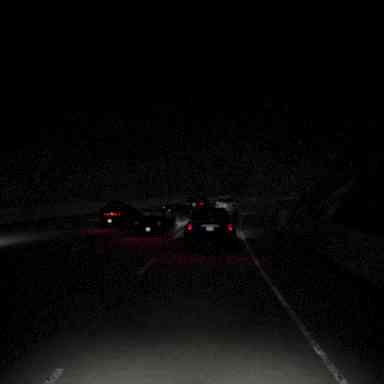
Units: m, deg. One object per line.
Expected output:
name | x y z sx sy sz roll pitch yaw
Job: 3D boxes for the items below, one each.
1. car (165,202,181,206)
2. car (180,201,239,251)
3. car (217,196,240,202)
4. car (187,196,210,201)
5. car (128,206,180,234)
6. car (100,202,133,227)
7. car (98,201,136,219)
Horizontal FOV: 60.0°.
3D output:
car | -2.155 1.878 40.936 1.895 1.301 4.718 0 0 13
car | 0.863 1.456 14.915 2.097 1.767 4.553 0 0 5
car | 3.808 1.470 35.432 2.150 2.045 5.566 0 0 11
car | 0.747 1.482 37.866 2.150 2.045 5.566 0 0 12
car | -2.138 1.737 20.163 1.895 1.301 4.718 0 0 6
car | -5.133 1.664 24.356 1.837 1.490 4.892 0 0 7
car | -7.333 1.693 32.931 1.882 1.535 5.008 0 0 10
